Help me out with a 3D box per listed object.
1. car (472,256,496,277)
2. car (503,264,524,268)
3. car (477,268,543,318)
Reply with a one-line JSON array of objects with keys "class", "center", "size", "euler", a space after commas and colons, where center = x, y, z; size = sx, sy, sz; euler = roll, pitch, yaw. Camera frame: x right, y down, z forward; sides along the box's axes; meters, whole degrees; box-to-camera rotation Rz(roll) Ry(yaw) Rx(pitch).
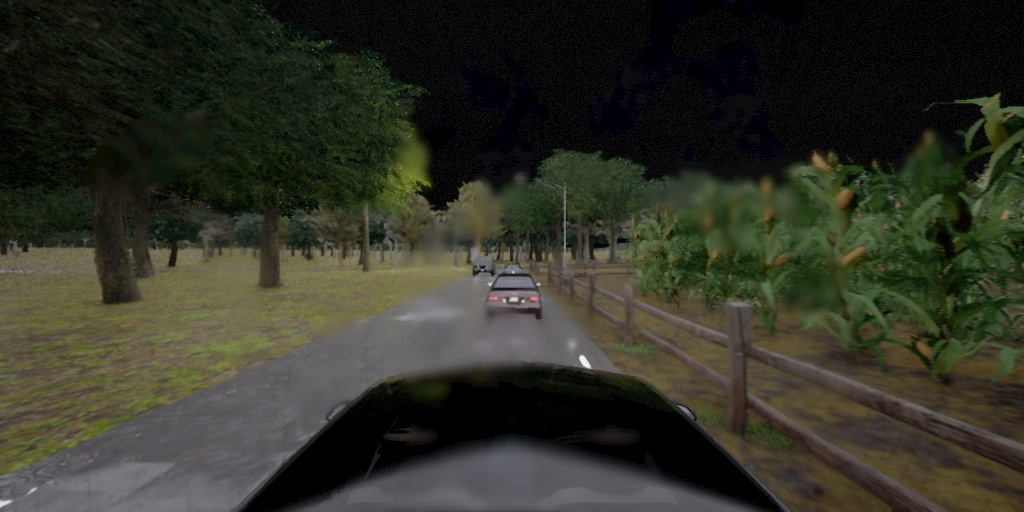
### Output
[{"class": "car", "center": [-2.839, 1.024, 37.320], "size": [2.150, 2.045, 5.566], "euler": [0, 0, 0]}, {"class": "car", "center": [0.098, 1.364, 32.573], "size": [1.994, 1.385, 4.181], "euler": [0, 0, 0]}, {"class": "car", "center": [0.087, 1.324, 12.991], "size": [2.033, 1.411, 5.357], "euler": [0, 0, 0]}]
